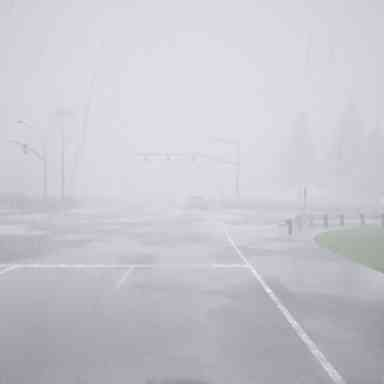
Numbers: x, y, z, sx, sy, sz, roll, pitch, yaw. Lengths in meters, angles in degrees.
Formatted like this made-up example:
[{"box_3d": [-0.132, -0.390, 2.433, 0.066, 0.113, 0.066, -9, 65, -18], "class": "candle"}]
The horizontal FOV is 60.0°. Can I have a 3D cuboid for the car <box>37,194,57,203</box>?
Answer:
[{"box_3d": [-28.107, 1.238, 64.779, 1.837, 1.490, 4.892, 0, 0, 0], "class": "car"}]

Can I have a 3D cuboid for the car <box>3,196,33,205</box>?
[{"box_3d": [-28.158, 1.332, 54.012, 2.033, 1.411, 5.357, 0, 0, 0], "class": "car"}]

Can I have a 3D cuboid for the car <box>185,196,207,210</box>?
[{"box_3d": [0.458, 1.200, 39.616, 2.097, 1.767, 4.553, 0, 0, -8], "class": "car"}]

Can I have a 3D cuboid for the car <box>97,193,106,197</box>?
[{"box_3d": [-21.918, 1.027, 79.743, 2.097, 1.767, 4.553, 0, 0, -7], "class": "car"}]

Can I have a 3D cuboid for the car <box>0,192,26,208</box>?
[{"box_3d": [-24.668, 1.044, 45.433, 2.150, 2.045, 5.566, 0, 0, 0], "class": "car"}]

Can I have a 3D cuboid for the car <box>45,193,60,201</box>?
[{"box_3d": [-32.060, 1.041, 76.589, 2.097, 1.767, 4.553, 0, 0, -7], "class": "car"}]

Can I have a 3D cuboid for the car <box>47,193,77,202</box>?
[{"box_3d": [-21.171, 1.331, 54.397, 2.033, 1.411, 5.357, 0, 0, 0], "class": "car"}]

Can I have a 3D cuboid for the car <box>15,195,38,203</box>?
[{"box_3d": [-31.605, 1.338, 63.645, 1.895, 1.301, 4.718, 0, 0, 0], "class": "car"}]

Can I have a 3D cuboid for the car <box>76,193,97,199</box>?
[{"box_3d": [-21.110, 1.209, 66.183, 1.882, 1.535, 5.008, 0, 0, 0], "class": "car"}]

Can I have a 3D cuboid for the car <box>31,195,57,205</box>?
[{"box_3d": [-24.664, 1.269, 55.767, 2.128, 1.511, 4.902, 0, 0, 0], "class": "car"}]

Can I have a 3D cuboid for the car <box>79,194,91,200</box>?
[{"box_3d": [-25.344, 1.153, 79.016, 1.882, 1.535, 5.008, 0, 0, -7], "class": "car"}]

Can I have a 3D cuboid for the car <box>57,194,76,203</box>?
[{"box_3d": [-24.609, 1.213, 65.388, 1.882, 1.535, 5.008, 0, 0, 0], "class": "car"}]

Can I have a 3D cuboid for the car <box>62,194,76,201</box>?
[{"box_3d": [-28.691, 1.181, 77.720, 1.837, 1.490, 4.892, 0, 0, -7], "class": "car"}]

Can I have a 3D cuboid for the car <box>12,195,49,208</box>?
[{"box_3d": [-21.167, 1.431, 43.839, 1.895, 1.301, 4.718, 0, 0, 0], "class": "car"}]

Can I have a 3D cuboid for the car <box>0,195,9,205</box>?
[{"box_3d": [-31.658, 1.280, 53.265, 2.128, 1.511, 4.902, 0, 0, 0], "class": "car"}]
